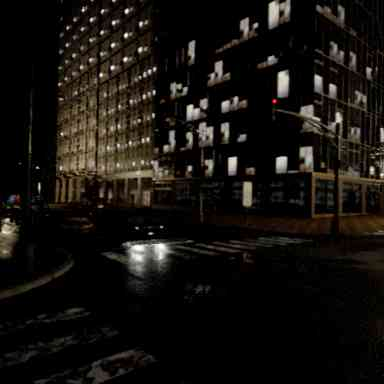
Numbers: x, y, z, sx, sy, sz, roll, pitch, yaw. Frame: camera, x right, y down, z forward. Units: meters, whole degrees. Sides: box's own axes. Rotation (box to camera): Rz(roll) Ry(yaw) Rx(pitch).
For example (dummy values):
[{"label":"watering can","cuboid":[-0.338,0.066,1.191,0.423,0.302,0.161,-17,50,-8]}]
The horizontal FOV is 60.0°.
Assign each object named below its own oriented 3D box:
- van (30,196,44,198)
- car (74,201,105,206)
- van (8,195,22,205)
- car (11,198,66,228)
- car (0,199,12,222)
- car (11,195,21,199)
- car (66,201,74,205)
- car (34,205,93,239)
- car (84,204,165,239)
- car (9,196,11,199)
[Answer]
[{"label":"van","cuboid":[-24.824,1.551,53.254,1.690,1.788,3.998,1,-1,-39]},{"label":"car","cuboid":[-10.578,1.625,35.537,1.967,1.590,4.097,1,-1,-39]},{"label":"van","cuboid":[-35.510,1.570,66.541,1.690,1.788,3.998,1,-1,-39]},{"label":"car","cuboid":[-9.983,1.411,21.428,1.967,1.590,4.097,1,-1,-39]},{"label":"car","cuboid":[-13.439,1.502,25.724,1.752,1.417,4.829,1,-1,-39]},{"label":"car","cuboid":[-31.948,1.538,62.112,2.192,1.841,5.009,1,-1,-39]},{"label":"car","cuboid":[-14.247,1.717,40.097,1.752,1.417,4.829,1,-1,-39]},{"label":"car","cuboid":[-6.423,1.546,16.998,1.802,1.307,4.206,1,-1,-39]},{"label":"car","cuboid":[-3.596,1.577,17.786,2.033,1.411,5.357,2,-1,-39]},{"label":"car","cuboid":[-20.669,1.429,34.715,1.967,1.590,4.097,1,-1,-39]}]
